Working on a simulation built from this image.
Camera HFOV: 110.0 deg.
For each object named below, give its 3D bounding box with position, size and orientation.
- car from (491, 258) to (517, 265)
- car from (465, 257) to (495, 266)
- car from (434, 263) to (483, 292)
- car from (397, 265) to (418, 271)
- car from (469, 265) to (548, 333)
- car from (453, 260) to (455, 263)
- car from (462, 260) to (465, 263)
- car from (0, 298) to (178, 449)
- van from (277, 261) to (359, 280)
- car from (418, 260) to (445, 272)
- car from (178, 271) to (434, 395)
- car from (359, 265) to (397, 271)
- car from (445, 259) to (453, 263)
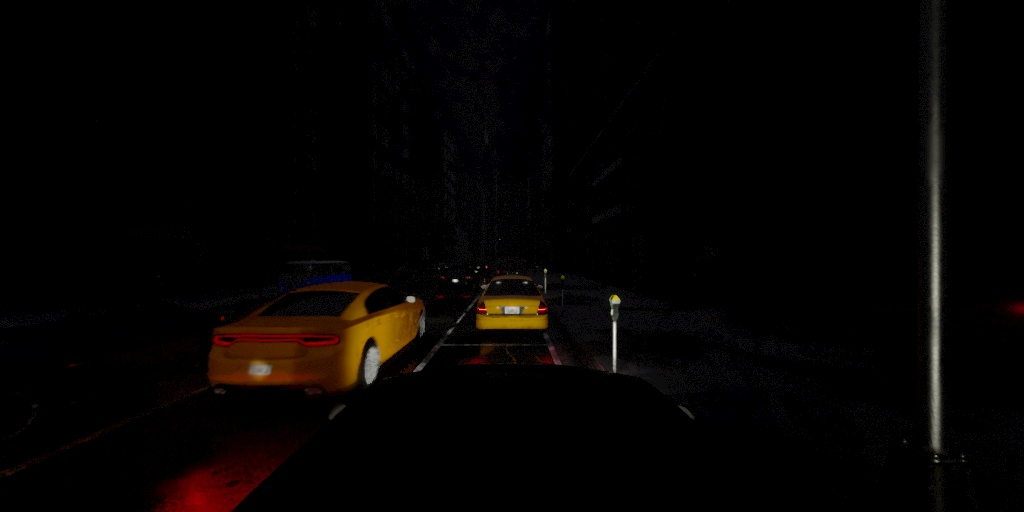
[{"bbox_3d":[-0.288,1.193,27.330,1.967,1.591,4.097,0,0,0],"label":"car"},{"bbox_3d":[-3.145,1.107,35.766,2.097,1.767,4.553,0,0,0],"label":"car"},{"bbox_3d":[-3.045,1.314,21.221,1.994,1.385,4.181,0,0,0],"label":"car"},{"bbox_3d":[-8.813,1.335,27.331,1.802,1.307,4.207,0,0,0],"label":"car"},{"bbox_3d":[0.005,1.207,10.690,1.801,1.575,5.366,0,0,0],"label":"car"},{"bbox_3d":[-8.814,1.201,49.336,1.967,1.591,4.097,0,0,0],"label":"car"},{"bbox_3d":[-6.145,1.310,50.110,1.837,1.490,4.892,0,0,0],"label":"car"},{"bbox_3d":[-6.245,1.314,4.978,1.994,1.385,4.181,0,0,0],"label":"car"},{"bbox_3d":[-8.813,1.092,16.328,1.690,1.789,3.998,0,0,0],"label":"van"},{"bbox_3d":[-8.813,1.322,38.333,1.948,1.339,4.313,0,0,0],"label":"car"},{"bbox_3d":[-3.044,1.227,6.817,1.882,1.535,5.008,0,0,0],"label":"car"},{"bbox_3d":[-8.813,1.318,21.829,1.948,1.339,4.313,0,0,0],"label":"car"},{"bbox_3d":[-8.814,1.341,43.834,1.802,1.307,4.207,0,0,0],"label":"car"}]
